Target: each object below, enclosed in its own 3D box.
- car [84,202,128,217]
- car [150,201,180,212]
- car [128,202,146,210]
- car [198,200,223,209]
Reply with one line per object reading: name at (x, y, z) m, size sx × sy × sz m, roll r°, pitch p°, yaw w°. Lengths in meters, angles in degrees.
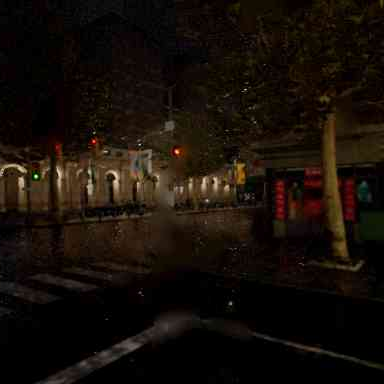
car at (-9.226, 1.904, 34.869) m, size 1.994 × 1.385 × 4.181 m, roll -1°, pitch -1°, yaw 36°
car at (-3.461, 1.904, 42.871) m, size 1.994 × 1.385 × 4.181 m, roll -1°, pitch -1°, yaw 35°
car at (-8.760, 2.017, 46.879) m, size 1.895 × 1.301 × 4.718 m, roll -1°, pitch -1°, yaw 36°
car at (2.795, 1.887, 51.512) m, size 2.033 × 1.411 × 5.357 m, roll -1°, pitch -1°, yaw 36°
